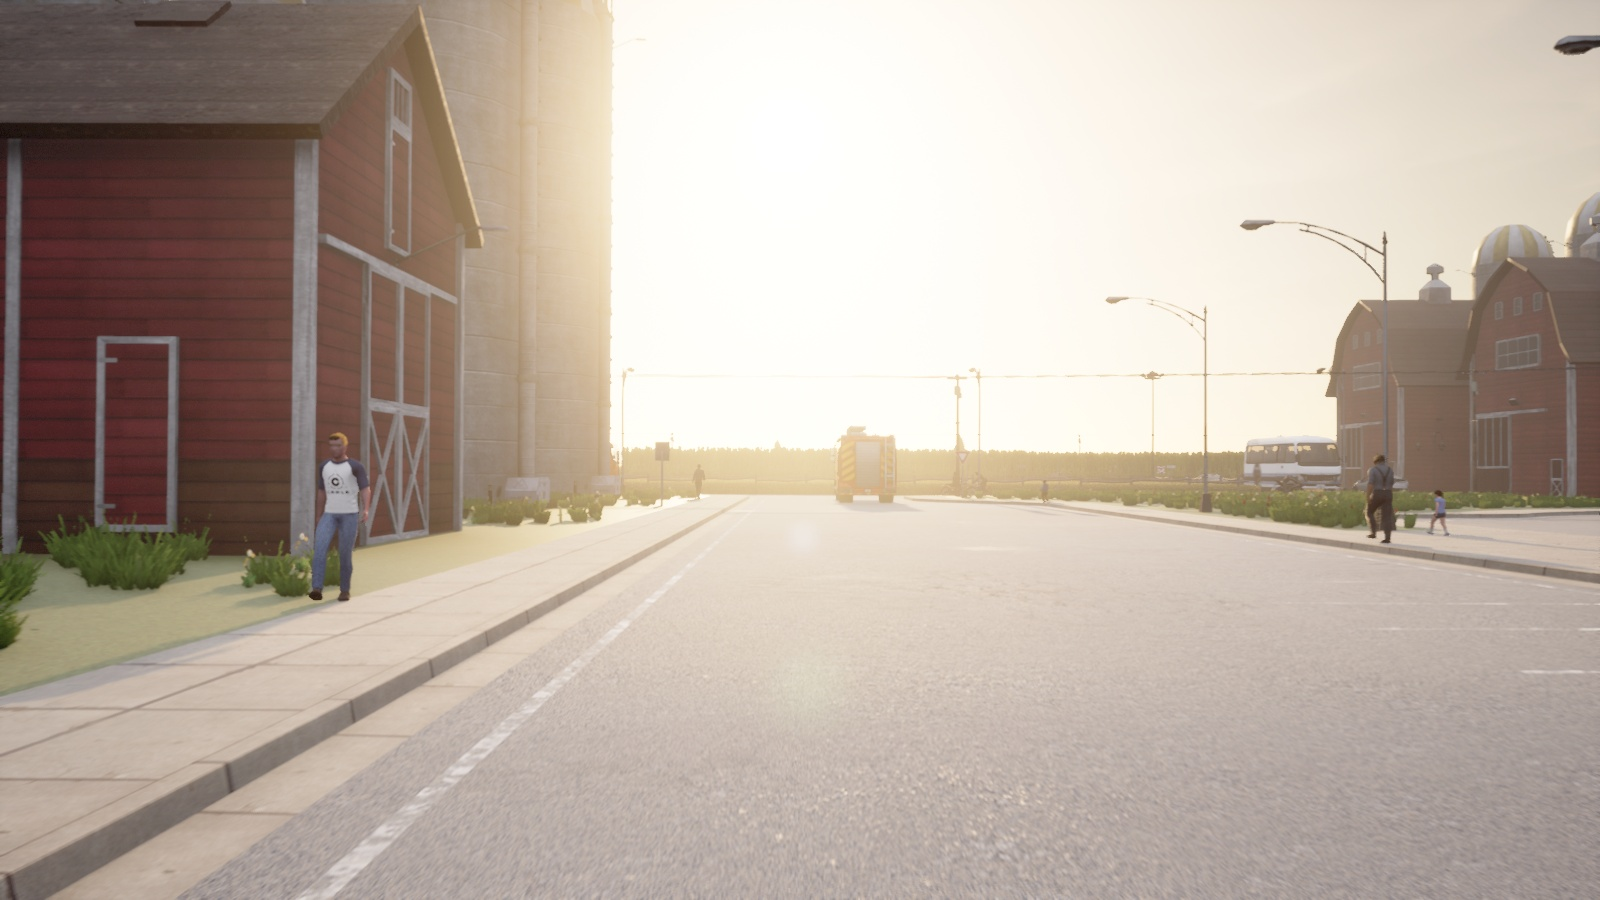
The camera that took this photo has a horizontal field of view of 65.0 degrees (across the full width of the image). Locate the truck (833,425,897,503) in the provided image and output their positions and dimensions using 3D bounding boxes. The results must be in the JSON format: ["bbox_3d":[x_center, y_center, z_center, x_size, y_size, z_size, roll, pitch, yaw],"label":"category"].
[{"bbox_3d":[3.335,0.764,66.192,2.891,3.827,8.468,0,-1,0],"label":"truck"}]

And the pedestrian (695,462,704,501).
[{"bbox_3d":[-5.059,1.565,63.088,0.423,1.949,0.788,0,-1,-3],"label":"pedestrian"}]

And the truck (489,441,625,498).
[{"bbox_3d":[-15.106,1.233,78.563,7.936,3.462,2.891,0,-1,1],"label":"truck"}]

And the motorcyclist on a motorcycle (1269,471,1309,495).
[{"bbox_3d":[30.647,2.057,78.660,2.191,1.530,0.866,0,-1,-13],"label":"motorcyclist on a motorcycle"}]

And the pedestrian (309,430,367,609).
[{"bbox_3d":[-4.871,0.716,13.252,0.354,1.836,0.706,0,-1,-1],"label":"pedestrian"}]

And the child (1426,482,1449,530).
[{"bbox_3d":[14.758,1.290,29.073,0.255,1.110,0.394,0,-1,-18],"label":"child"}]

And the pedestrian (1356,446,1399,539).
[{"bbox_3d":[11.654,0.856,25.364,0.540,1.848,0.694,0,-1,0],"label":"pedestrian"}]

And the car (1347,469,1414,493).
[{"bbox_3d":[38.025,2.004,82.369,2.007,1.525,4.514,0,-1,-4],"label":"car"}]

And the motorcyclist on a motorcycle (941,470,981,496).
[{"bbox_3d":[10.019,2.058,78.242,2.350,1.649,0.766,0,-1,1],"label":"motorcyclist on a motorcycle"}]
